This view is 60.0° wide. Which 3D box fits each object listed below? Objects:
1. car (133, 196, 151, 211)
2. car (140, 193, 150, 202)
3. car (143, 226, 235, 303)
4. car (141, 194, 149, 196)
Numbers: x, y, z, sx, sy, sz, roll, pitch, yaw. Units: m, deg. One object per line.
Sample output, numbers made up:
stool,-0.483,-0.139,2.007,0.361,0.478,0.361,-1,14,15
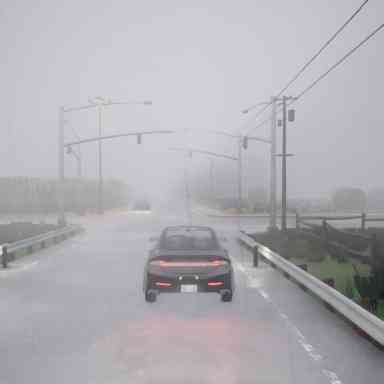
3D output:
car,-5.959,1.531,39.800,1.994,1.385,4.181,0,1,-7
car,-8.731,1.076,62.122,1.837,1.490,4.892,0,1,-7
car,-0.095,1.614,8.487,2.128,1.511,4.902,0,-2,-1
car,-7.433,1.280,51.789,1.812,1.442,4.674,0,1,-7
